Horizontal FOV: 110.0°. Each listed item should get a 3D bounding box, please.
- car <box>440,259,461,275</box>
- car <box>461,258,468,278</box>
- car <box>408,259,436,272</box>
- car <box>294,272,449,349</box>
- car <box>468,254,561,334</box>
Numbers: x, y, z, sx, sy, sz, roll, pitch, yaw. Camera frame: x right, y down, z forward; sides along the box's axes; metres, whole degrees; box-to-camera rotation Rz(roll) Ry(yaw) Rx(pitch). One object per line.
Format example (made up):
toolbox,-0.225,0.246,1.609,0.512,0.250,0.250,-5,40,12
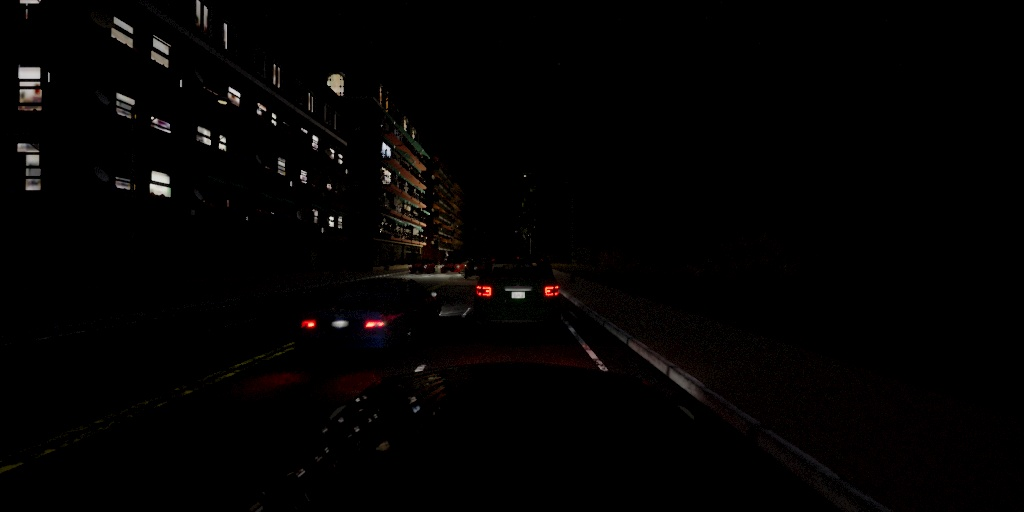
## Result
car,-6.592,1.106,39.908,2.097,1.767,4.553,0,0,0
car,-3.145,1.105,33.513,2.097,1.767,4.553,0,0,0
car,-9.842,1.106,39.492,2.097,1.767,4.553,0,0,0
car,-3.152,1.298,9.088,2.033,1.411,5.357,0,0,0
car,0.104,0.973,10.765,2.150,2.045,5.566,0,0,-1
